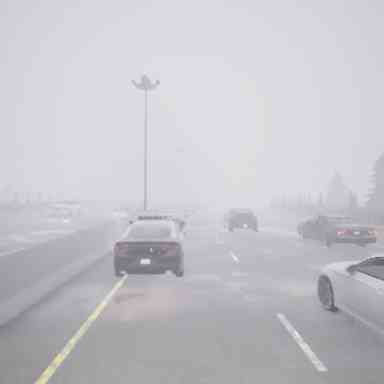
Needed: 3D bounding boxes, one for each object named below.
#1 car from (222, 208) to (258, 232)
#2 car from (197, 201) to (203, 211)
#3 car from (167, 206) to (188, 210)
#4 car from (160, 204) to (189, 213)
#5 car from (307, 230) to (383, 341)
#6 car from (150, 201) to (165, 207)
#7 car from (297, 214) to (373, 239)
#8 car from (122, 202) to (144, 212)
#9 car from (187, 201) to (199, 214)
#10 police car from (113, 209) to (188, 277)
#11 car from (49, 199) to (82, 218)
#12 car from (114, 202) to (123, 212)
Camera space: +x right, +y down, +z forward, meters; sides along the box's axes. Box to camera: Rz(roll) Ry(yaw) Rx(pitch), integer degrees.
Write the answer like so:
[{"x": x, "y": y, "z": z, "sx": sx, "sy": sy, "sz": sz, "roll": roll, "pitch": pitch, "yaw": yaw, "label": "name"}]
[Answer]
[{"x": 3.297, "y": 1.876, "z": 23.194, "sx": 1.837, "sy": 1.490, "sz": 4.892, "roll": 0, "pitch": -1, "yaw": -1, "label": "car"}, {"x": 0.609, "y": 2.320, "z": 58.601, "sx": 2.097, "sy": 1.767, "sz": 4.553, "roll": 0, "pitch": -1, "yaw": 10, "label": "car"}, {"x": -1.323, "y": 1.854, "z": 20.805, "sx": 1.812, "sy": 1.442, "sz": 4.674, "roll": 0, "pitch": -1, "yaw": -1, "label": "car"}, {"x": -1.399, "y": 1.957, "z": 26.804, "sx": 1.812, "sy": 1.442, "sz": 4.674, "roll": 0, "pitch": -1, "yaw": -1, "label": "car"}, {"x": 3.526, "y": 1.583, "z": 4.971, "sx": 1.812, "sy": 1.442, "sz": 4.674, "roll": 0, "pitch": -1, "yaw": -1, "label": "car"}, {"x": -8.278, "y": 2.866, "z": 79.719, "sx": 1.895, "sy": 1.301, "sz": 4.718, "roll": -1, "pitch": -1, "yaw": 19, "label": "car"}, {"x": 6.887, "y": 1.805, "z": 16.449, "sx": 2.033, "sy": 1.411, "sz": 5.357, "roll": 0, "pitch": -1, "yaw": 0, "label": "car"}, {"x": -7.494, "y": 2.231, "z": 44.945, "sx": 2.128, "sy": 1.511, "sz": 4.902, "roll": 0, "pitch": -1, "yaw": 2, "label": "car"}, {"x": -0.437, "y": 2.368, "z": 46.496, "sx": 1.895, "sy": 1.301, "sz": 4.718, "roll": 0, "pitch": -1, "yaw": 3, "label": "car"}, {"x": -1.199, "y": 1.584, "z": 10.919, "sx": 1.930, "sy": 1.638, "sz": 5.238, "roll": 0, "pitch": -1, "yaw": -1, "label": "police car"}, {"x": -14.557, "y": 1.849, "z": 38.696, "sx": 2.150, "sy": 2.045, "sz": 5.566, "roll": 0, "pitch": -1, "yaw": 0, "label": "car"}, {"x": -10.655, "y": 2.352, "z": 51.926, "sx": 2.128, "sy": 1.511, "sz": 4.902, "roll": 0, "pitch": -1, "yaw": 5, "label": "car"}]
